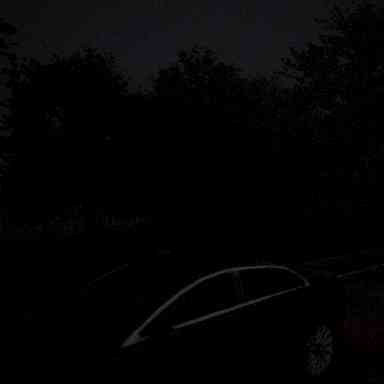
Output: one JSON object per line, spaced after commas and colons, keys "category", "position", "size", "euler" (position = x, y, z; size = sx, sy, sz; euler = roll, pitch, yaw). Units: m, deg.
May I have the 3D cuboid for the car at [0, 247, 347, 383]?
{"category": "car", "position": [-0.155, 1.491, 3.883], "size": [4.902, 1.511, 2.128], "euler": [0, 0, -35]}
